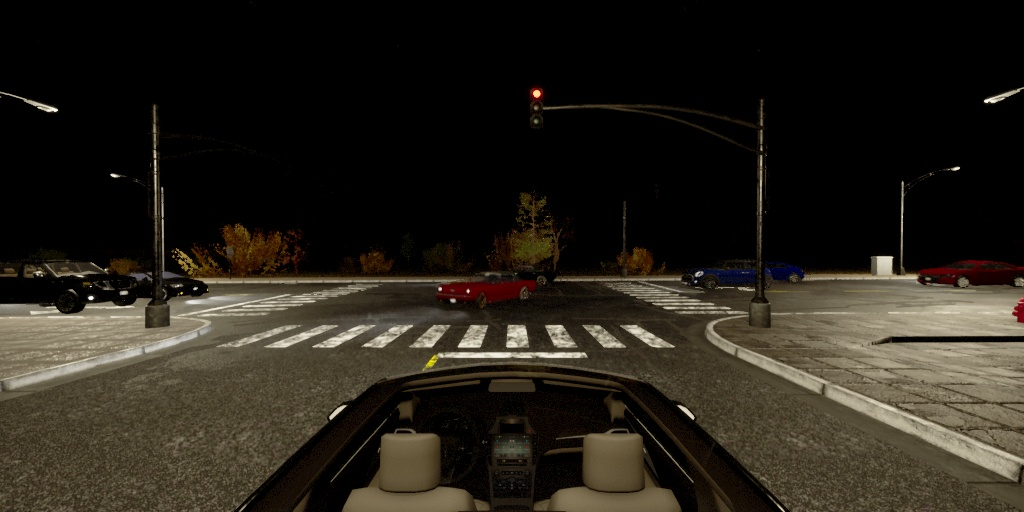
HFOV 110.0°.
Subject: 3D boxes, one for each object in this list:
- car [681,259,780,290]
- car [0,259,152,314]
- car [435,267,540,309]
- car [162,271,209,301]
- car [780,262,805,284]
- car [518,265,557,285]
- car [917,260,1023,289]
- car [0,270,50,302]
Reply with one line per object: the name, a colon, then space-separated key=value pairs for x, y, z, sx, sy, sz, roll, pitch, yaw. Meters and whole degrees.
car: x=12.348 y=0.988 z=20.821 sx=4.553 sy=1.767 sz=2.097 roll=0 pitch=1 yaw=0
car: x=-18.277 y=1.140 z=14.352 sx=5.566 sy=2.045 sz=2.150 roll=0 pitch=1 yaw=0
car: x=-0.966 y=1.342 z=15.163 sx=1.895 sy=1.301 sz=4.718 roll=0 pitch=0 yaw=35
car: x=-17.522 y=1.437 z=17.602 sx=4.181 sy=1.385 sz=1.994 roll=0 pitch=1 yaw=0
car: x=16.921 y=1.093 z=24.035 sx=4.674 sy=1.442 sz=1.812 roll=0 pitch=1 yaw=1
car: x=0.558 y=1.271 z=24.164 sx=4.718 sy=1.301 sz=1.895 roll=0 pitch=1 yaw=0
car: x=26.565 y=1.028 z=20.710 sx=5.008 sy=1.535 sz=1.882 roll=-1 pitch=1 yaw=0
car: x=-26.762 y=1.482 z=17.672 sx=5.357 sy=1.411 sz=2.033 roll=0 pitch=1 yaw=0
